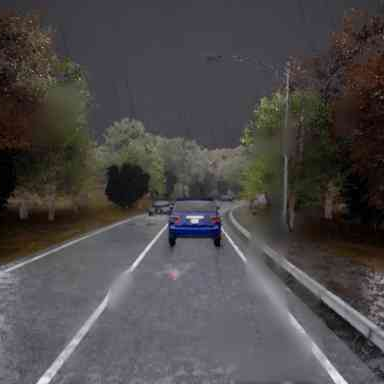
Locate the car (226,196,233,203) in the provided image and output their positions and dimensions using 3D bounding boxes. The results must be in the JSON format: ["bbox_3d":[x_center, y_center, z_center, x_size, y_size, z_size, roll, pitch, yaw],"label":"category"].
[{"bbox_3d":[7.266,1.478,69.967,2.033,1.411,5.357,2,0,22],"label":"car"}]

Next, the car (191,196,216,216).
[{"bbox_3d":[1.174,1.324,32.507,2.097,1.767,4.553,1,0,6],"label":"car"}]

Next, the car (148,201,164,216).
[{"bbox_3d":[-2.722,1.506,30.837,1.994,1.385,4.181,0,0,6],"label":"car"}]

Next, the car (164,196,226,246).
[{"bbox_3d":[0.137,1.199,15.363,2.150,2.045,5.566,0,0,1],"label":"car"}]
